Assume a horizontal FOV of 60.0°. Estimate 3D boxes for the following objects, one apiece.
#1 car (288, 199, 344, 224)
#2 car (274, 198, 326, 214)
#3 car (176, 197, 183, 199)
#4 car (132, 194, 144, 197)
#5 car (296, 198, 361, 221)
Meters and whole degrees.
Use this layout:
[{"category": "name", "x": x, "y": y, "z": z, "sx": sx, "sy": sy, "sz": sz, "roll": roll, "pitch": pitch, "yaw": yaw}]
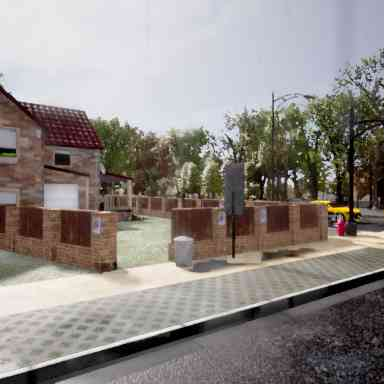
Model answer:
[{"category": "car", "x": 7.784, "y": 1.469, "z": 23.319, "sx": 1.812, "sy": 1.442, "sz": 4.674, "roll": 0, "pitch": 0, "yaw": -35}, {"category": "car", "x": 11.379, "y": 1.416, "z": 35.429, "sx": 2.128, "sy": 1.511, "sz": 4.902, "roll": 0, "pitch": 0, "yaw": -35}, {"category": "car", "x": -1.933, "y": 1.409, "z": 42.588, "sx": 2.033, "sy": 1.411, "sz": 5.357, "roll": 0, "pitch": 0, "yaw": -35}, {"category": "car", "x": -11.213, "y": 1.237, "z": 67.159, "sx": 1.882, "sy": 1.535, "sz": 5.008, "roll": 0, "pitch": 0, "yaw": -35}, {"category": "car", "x": 10.274, "y": 1.423, "z": 25.427, "sx": 1.882, "sy": 1.535, "sz": 5.008, "roll": 0, "pitch": 0, "yaw": -35}]
